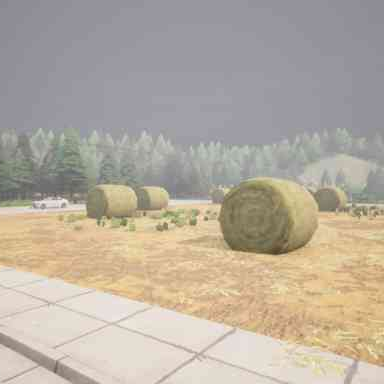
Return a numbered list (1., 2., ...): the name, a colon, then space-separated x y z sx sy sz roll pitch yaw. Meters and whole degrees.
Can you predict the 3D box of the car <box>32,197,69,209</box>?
1. car: -18.422 1.404 43.468 1.812 1.442 4.674 0 0 36
